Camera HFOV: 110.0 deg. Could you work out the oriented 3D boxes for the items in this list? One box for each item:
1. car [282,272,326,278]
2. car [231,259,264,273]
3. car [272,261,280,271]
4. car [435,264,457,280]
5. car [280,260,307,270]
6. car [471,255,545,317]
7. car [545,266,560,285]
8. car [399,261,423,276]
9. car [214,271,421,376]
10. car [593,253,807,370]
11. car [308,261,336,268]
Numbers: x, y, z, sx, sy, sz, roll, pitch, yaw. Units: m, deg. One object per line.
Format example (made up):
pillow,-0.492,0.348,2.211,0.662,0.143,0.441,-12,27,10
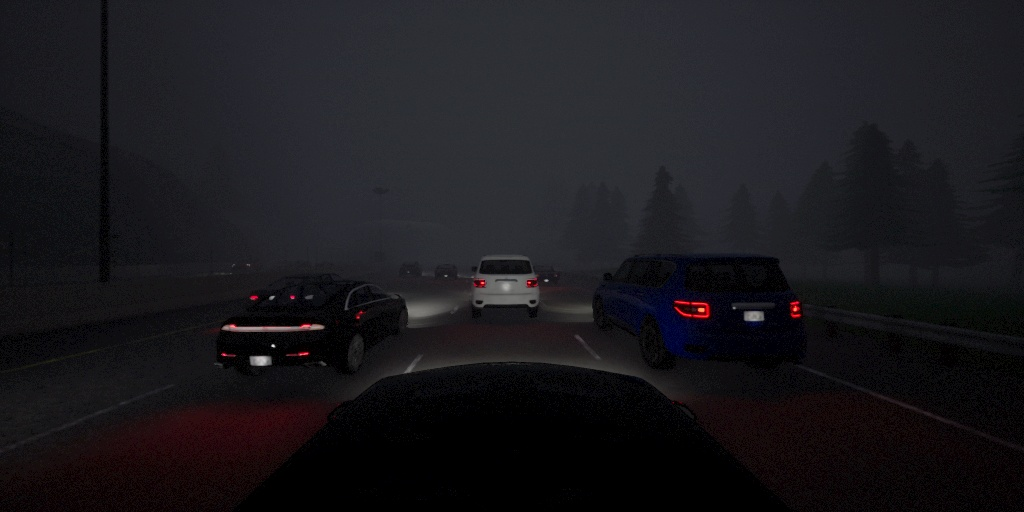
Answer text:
car,-7.321,1.311,13.309,2.033,1.411,5.357,0,0,-4
car,-33.740,1.163,45.834,2.097,1.767,4.553,0,0,-14
car,-30.895,1.332,48.878,1.812,1.442,4.674,0,0,-14
car,-5.791,1.362,31.860,1.895,1.301,4.718,0,0,-8
car,-26.178,1.288,44.327,2.128,1.511,4.902,0,0,-13
car,-0.323,0.972,13.269,2.150,2.045,5.566,0,0,-3
car,2.038,1.348,26.151,1.895,1.301,4.718,0,0,-7
car,-9.892,1.260,35.205,2.128,1.511,4.902,0,0,-10
car,-3.574,1.248,7.431,2.128,1.511,4.902,0,0,-2
car,3.429,0.966,7.876,2.150,2.045,5.566,0,0,-2
car,-22.212,1.355,42.626,1.994,1.385,4.181,0,0,-12
